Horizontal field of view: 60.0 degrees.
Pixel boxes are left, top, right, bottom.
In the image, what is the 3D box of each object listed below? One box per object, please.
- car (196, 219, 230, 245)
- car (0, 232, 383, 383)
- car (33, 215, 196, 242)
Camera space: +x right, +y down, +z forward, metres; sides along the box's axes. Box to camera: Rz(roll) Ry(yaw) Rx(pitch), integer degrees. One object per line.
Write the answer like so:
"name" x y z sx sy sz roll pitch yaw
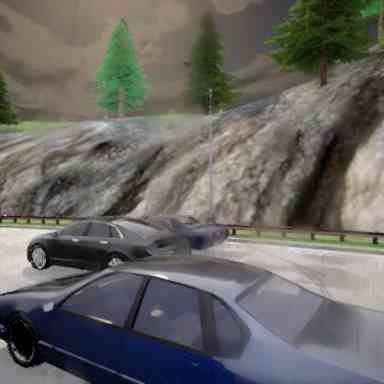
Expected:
"car" -1.098 1.514 12.569 4.718 1.301 1.895 0 0 29
"car" -0.286 1.517 4.041 5.357 1.411 2.033 0 0 33
"car" -2.547 1.447 9.333 4.892 1.490 1.837 0 0 29
